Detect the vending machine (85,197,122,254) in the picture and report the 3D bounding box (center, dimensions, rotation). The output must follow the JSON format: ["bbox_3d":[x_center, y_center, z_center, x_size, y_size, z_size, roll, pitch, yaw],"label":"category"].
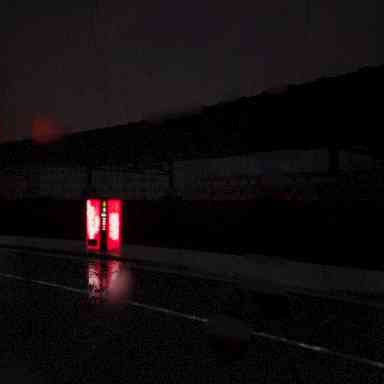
[{"bbox_3d":[-3.442,1.263,13.003,0.880,2.100,1.100,0,-1,30],"label":"vending machine"}]
